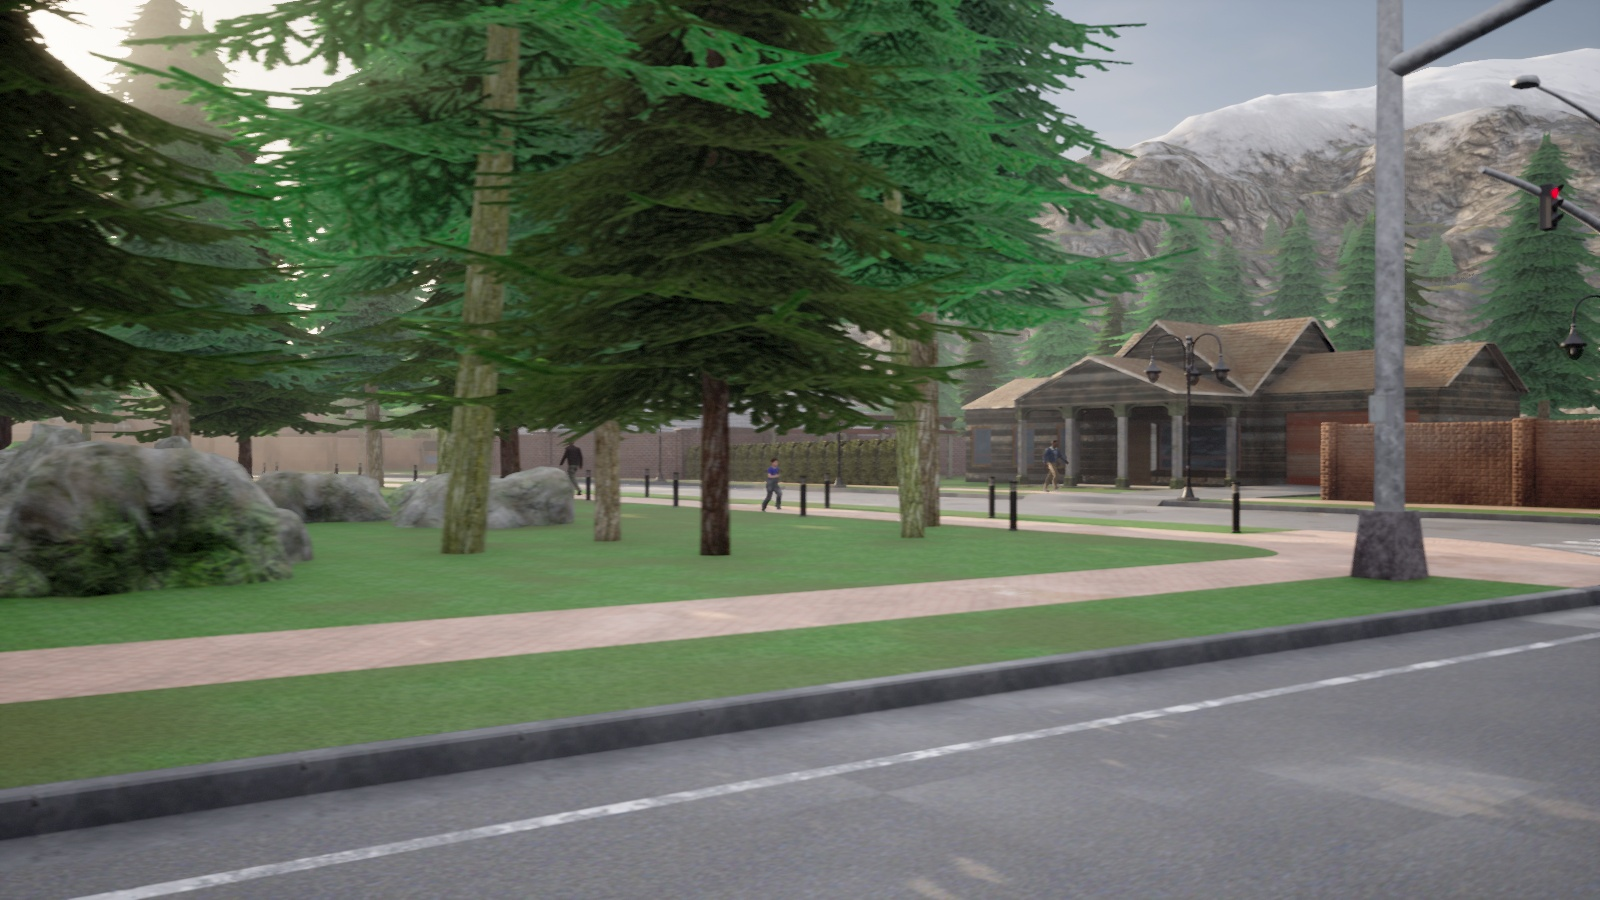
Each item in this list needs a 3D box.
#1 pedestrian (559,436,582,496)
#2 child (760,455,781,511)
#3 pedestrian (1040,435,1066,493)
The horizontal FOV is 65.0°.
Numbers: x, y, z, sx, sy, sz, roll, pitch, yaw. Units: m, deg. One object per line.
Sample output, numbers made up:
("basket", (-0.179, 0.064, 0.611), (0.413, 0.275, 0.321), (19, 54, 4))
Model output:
("pedestrian", (-7.083, 0.496, 38.746), (0.431, 1.840, 0.703), (0, 0, -39))
("child", (-0.657, 0.736, 28.168), (0.270, 1.263, 0.437), (0, 0, -36))
("pedestrian", (8.618, 0.482, 42.860), (0.423, 1.949, 0.788), (0, 0, -35))
